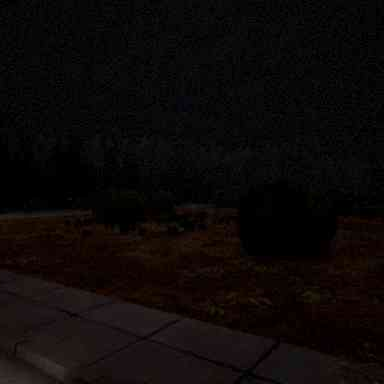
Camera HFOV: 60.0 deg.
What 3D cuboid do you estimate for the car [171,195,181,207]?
[{"bbox_3d":[-4.417,1.661,61.073,2.150,2.045,5.566,-1,-1,37],"label":"car"}]
